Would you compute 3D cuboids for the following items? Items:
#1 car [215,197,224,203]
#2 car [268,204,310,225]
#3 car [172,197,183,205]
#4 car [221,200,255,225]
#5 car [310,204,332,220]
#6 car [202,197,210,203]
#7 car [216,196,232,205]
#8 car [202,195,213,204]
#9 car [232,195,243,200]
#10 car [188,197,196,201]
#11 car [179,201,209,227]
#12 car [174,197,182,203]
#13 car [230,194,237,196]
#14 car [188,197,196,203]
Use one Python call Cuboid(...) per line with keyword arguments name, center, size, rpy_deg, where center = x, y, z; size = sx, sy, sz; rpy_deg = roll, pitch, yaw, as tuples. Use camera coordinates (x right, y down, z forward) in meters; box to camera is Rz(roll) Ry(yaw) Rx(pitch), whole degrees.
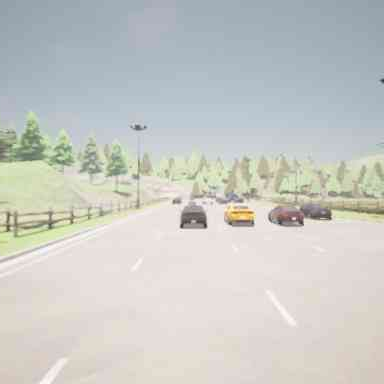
Cuboid(name="car", center=(7.028, 1.954, 84.785), size=(1.812, 1.442, 4.674), rpy_deg=(0, 0, 0))
Cuboid(name="car", center=(7.110, 1.705, 25.421), size=(1.812, 1.442, 4.674), rpy_deg=(0, 0, 0))
Cuboid(name="car", center=(-3.476, 1.983, 74.368), size=(1.882, 1.535, 5.008), rpy_deg=(0, 0, 0))
Cuboid(name="car", center=(3.608, 1.661, 25.980), size=(1.882, 1.535, 5.008), rpy_deg=(0, 0, 0))
Cuboid(name="car", center=(11.187, 1.783, 30.980), size=(1.994, 1.385, 4.181), rpy_deg=(0, 0, -9))
Cuboid(name="car", center=(3.528, 2.025, 84.816), size=(1.895, 1.301, 4.718), rpy_deg=(0, 0, 0))
Cuboid(name="car", center=(7.024, 2.055, 74.364), size=(2.033, 1.411, 5.357), rpy_deg=(0, 0, 0))
Cuboid(name="car", center=(3.524, 1.731, 74.398), size=(2.150, 2.045, 5.566), rpy_deg=(0, 0, 0))
Cuboid(name="car", center=(10.524, 2.005, 74.364), size=(1.837, 1.490, 4.892), rpy_deg=(0, 0, 0))
Cuboid(name="car", center=(0.025, 2.115, 74.813), size=(1.895, 1.301, 4.718), rpy_deg=(0, 0, 0))
Cuboid(name="car", center=(0.109, 1.678, 24.276), size=(1.837, 1.490, 4.892), rpy_deg=(0, 0, 0))
Cuboid(name="car", center=(-3.472, 1.930, 84.789), size=(1.837, 1.490, 4.892), rpy_deg=(0, 0, 0))
Cuboid(name="car", center=(10.528, 1.655, 84.816), size=(2.150, 2.045, 5.566), rpy_deg=(0, 0, 0))
Cuboid(name="car", center=(0.028, 1.930, 84.788), size=(1.837, 1.490, 4.892), rpy_deg=(0, 0, 0))
